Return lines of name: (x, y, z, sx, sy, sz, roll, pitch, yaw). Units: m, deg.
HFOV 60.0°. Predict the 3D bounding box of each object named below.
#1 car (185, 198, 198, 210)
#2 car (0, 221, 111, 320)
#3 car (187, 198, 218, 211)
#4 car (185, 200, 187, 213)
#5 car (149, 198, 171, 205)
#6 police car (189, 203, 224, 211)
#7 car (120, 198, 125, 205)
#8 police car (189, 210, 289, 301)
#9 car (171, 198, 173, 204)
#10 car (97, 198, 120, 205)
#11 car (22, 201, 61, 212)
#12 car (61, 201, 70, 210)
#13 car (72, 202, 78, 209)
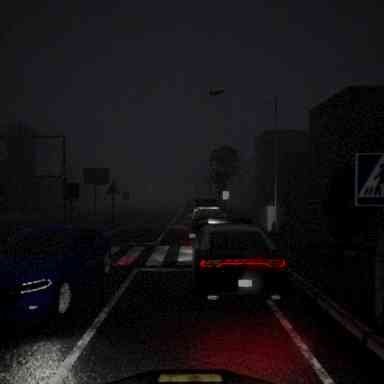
car: (-0.044, 2.039, 59.259, 2.150, 2.045, 5.566, 0, -1, 0)
car: (-3.263, 1.511, 7.701, 1.882, 1.535, 5.008, 0, -1, 0)
car: (0.940, 1.503, 24.518, 2.150, 2.045, 5.566, 0, -1, 0)
car: (-0.027, 2.115, 45.824, 1.837, 1.490, 4.892, 0, -1, 0)
car: (-8.893, 2.754, 88.943, 4.892, 1.521, 2.231, 0, -1, 0)
police car: (0.943, 1.610, 18.593, 1.930, 1.638, 5.238, 0, -1, 0)
car: (-21.983, 2.807, 91.752, 5.008, 1.535, 2.097, 0, -1, 0)
police car: (0.956, 1.467, 8.582, 1.930, 1.638, 5.238, 0, -1, 0)
car: (-8.927, 2.557, 91.749, 5.566, 2.045, 2.435, 0, -1, 0)
car: (-21.975, 2.699, 86.185, 5.008, 1.535, 2.097, 0, -1, 0)
car: (-21.996, 2.132, 48.006, 4.674, 1.452, 2.002, 0, -1, 0)
car: (-21.992, 2.145, 51.282, 4.892, 1.521, 2.231, 0, -1, 0)
car: (-22.001, 2.195, 54.555, 5.008, 1.535, 2.097, 0, -1, 0)
